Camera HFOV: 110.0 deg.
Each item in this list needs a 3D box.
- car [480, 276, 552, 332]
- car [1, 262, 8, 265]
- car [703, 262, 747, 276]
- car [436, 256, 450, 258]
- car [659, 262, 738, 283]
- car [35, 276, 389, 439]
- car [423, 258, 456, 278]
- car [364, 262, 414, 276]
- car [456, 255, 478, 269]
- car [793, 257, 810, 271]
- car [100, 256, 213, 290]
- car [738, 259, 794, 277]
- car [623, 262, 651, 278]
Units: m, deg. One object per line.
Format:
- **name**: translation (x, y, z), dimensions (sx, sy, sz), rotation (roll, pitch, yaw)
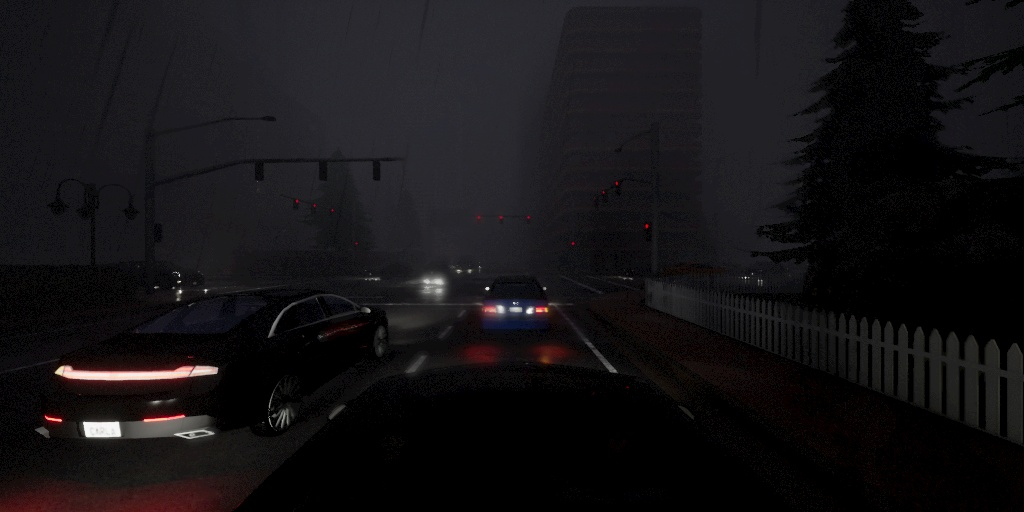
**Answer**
- **car**: translation (0.119, 1.297, 10.847), dimensions (2.033, 1.411, 5.357), rotation (0, 0, 1)
- **car**: translation (-30.613, 1.242, 21.303), dimensions (5.357, 1.411, 2.033), rotation (0, 0, 0)
- **car**: translation (22.042, 1.295, 37.021), dimensions (4.718, 1.301, 1.895), rotation (0, 0, -30)
- **car**: translation (-10.560, 0.970, 54.507), dimensions (2.150, 2.045, 5.566), rotation (0, 0, 0)
- **car**: translation (13.323, 1.172, 26.105), dimensions (5.008, 1.535, 1.882), rotation (0, 0, -11)
- **car**: translation (-3.428, 1.242, 5.433), dimensions (2.128, 1.511, 4.902), rotation (0, 0, 0)
- **car**: translation (-7.084, 1.223, 34.215), dimensions (2.128, 1.511, 4.902), rotation (0, 0, 0)
- **car**: translation (-11.956, 1.293, 35.427), dimensions (2.033, 1.411, 5.357), rotation (0, 0, 24)
- **car**: translation (-7.060, 0.971, 55.184), dimensions (2.150, 2.045, 5.566), rotation (0, 0, 1)
- **car**: translation (33.666, 0.913, 42.019), dimensions (2.150, 2.045, 5.566), rotation (0, 0, 40)
- **car**: translation (-21.138, 1.047, 21.359), dimensions (4.553, 1.767, 2.097), rotation (0, 0, 0)
- **car**: translation (24.356, 1.242, 34.310), dimensions (5.357, 1.411, 2.033), rotation (0, 0, -31)
- **car**: translation (13.143, 1.242, 33.454), dimensions (5.357, 1.411, 2.033), rotation (0, 0, -13)
